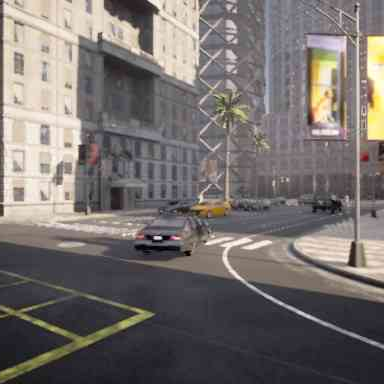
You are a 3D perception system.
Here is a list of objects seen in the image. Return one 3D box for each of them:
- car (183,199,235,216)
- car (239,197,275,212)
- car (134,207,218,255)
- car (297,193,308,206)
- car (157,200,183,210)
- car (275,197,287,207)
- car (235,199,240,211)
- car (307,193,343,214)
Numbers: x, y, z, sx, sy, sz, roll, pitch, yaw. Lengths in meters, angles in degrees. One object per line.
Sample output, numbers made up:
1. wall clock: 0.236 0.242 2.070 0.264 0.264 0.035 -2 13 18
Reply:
1. car: 1.672 1.499 30.392 1.882 1.535 5.008 0 0 35
2. car: 7.652 1.585 38.800 1.994 1.385 4.181 0 0 35
3. car: -0.523 1.558 13.365 2.033 1.411 5.357 0 0 14
4. car: 19.134 1.246 54.606 2.150 2.045 5.566 0 0 36
5. car: -1.391 1.531 32.121 1.837 1.490 4.892 0 0 35
6. car: 13.651 1.531 53.051 1.837 1.490 4.892 0 0 36
7. car: 5.726 1.574 42.109 2.033 1.411 5.357 0 0 36
8. car: 14.897 1.232 36.525 2.150 2.045 5.566 0 0 36
